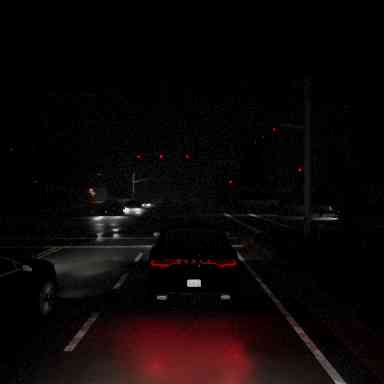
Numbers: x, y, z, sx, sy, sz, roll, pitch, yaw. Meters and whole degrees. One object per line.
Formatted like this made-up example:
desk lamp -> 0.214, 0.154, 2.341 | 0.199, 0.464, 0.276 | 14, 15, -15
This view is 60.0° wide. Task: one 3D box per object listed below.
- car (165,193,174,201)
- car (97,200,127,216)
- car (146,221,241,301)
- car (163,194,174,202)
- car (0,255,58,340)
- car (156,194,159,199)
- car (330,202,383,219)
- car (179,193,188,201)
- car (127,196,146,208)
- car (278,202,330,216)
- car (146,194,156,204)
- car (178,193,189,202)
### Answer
car -> -5.695, 1.270, 85.188 | 2.097, 1.767, 4.553 | 0, 0, -1
car -> -7.850, 1.525, 32.417 | 1.812, 1.442, 4.674 | 0, 0, -2
car -> 0.000, 1.478, 8.420 | 1.882, 1.535, 5.008 | 0, 0, -1
car -> -5.422, 1.533, 74.583 | 2.033, 1.411, 5.357 | 0, 0, -1
car -> -3.468, 1.492, 4.428 | 2.128, 1.511, 4.902 | 0, 0, 0
car -> -9.041, 1.210, 79.160 | 1.882, 1.535, 5.008 | 0, 0, -1
car -> 14.759, 1.564, 29.002 | 4.181, 1.385, 1.994 | 0, 0, -2
car -> -2.190, 1.225, 85.017 | 2.150, 2.045, 5.566 | 0, 0, -1
car -> -8.343, 1.601, 48.397 | 1.895, 1.301, 4.718 | 0, 0, -1
car -> 10.863, 1.601, 32.391 | 4.718, 1.301, 1.895 | 0, 0, -2
car -> -8.694, 1.492, 63.804 | 2.128, 1.511, 4.902 | 0, 0, -1
car -> -1.907, 1.225, 74.284 | 2.150, 2.045, 5.566 | 0, 0, -1
